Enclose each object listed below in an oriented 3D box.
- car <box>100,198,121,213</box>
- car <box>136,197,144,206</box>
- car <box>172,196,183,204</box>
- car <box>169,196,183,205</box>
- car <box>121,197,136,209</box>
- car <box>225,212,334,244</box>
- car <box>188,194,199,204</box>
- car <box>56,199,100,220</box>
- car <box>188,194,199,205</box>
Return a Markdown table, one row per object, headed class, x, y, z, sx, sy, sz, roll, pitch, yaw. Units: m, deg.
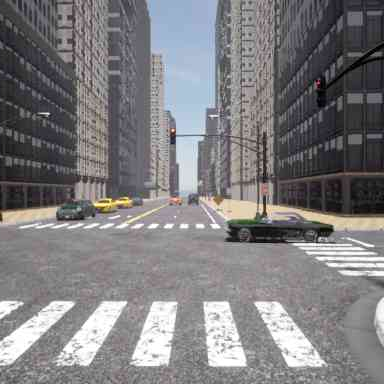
| class | x | y | z | sx | sy | sz | roll | pitch | yaw |
| --- | --- | --- | --- | --- | --- | --- | --- | --- | --- |
| car | -9.741 | 1.516 | 37.462 | 1.882 | 1.535 | 5.008 | 0 | 0 | 0 |
| car | -9.634 | 1.640 | 57.792 | 2.033 | 1.411 | 5.357 | 0 | 0 | 1 |
| car | -2.970 | 1.633 | 70.170 | 2.128 | 1.511 | 4.902 | 0 | 0 | 0 |
| car | -2.971 | 1.452 | 59.982 | 2.097 | 1.767 | 4.553 | 0 | 0 | 0 |
| car | -9.706 | 1.538 | 47.144 | 1.882 | 1.535 | 5.008 | 0 | 0 | 0 |
| car | 3.883 | 1.608 | 15.454 | 4.718 | 1.301 | 1.895 | 0 | 0 | 3 |
| car | 0.282 | 1.361 | 70.401 | 2.150 | 2.045 | 5.566 | 0 | 0 | 0 |
| car | -9.766 | 1.374 | 28.275 | 2.097 | 1.767 | 4.553 | 0 | 0 | 0 |
| car | 0.279 | 1.605 | 60.193 | 1.837 | 1.490 | 4.892 | 0 | 0 | 0 |
